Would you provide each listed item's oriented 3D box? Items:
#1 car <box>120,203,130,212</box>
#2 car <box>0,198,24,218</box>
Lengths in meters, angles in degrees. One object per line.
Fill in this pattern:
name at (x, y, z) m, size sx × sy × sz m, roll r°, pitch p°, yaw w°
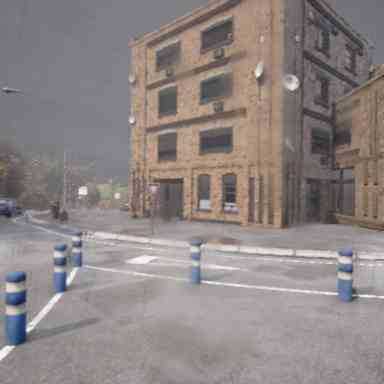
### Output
car at (-9.436, 2.442, 50.989) m, size 2.002 × 1.452 × 4.674 m, roll 2°, pitch -3°, yaw 10°
car at (-14.546, 1.212, 25.791) m, size 1.812 × 1.442 × 4.674 m, roll 0°, pitch 0°, yaw -13°
